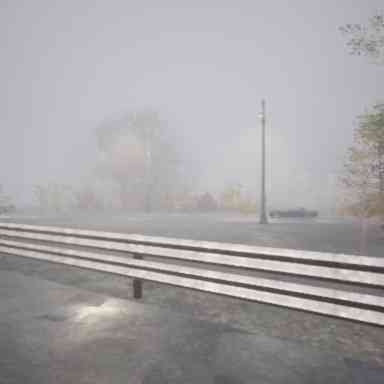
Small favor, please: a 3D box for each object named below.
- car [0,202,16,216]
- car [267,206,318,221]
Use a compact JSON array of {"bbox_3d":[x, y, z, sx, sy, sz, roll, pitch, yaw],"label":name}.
[{"bbox_3d":[-23.177,1.897,38.865,5.008,1.535,1.882,0,0,10],"label":"car"},{"bbox_3d":[9.850,2.055,32.971,4.718,1.301,1.895,0,0,10],"label":"car"}]
